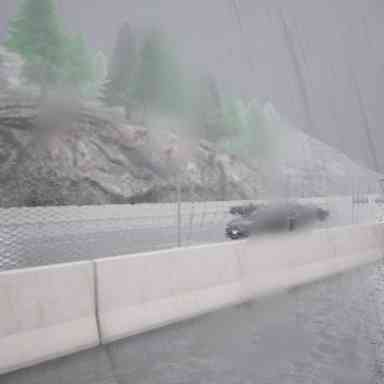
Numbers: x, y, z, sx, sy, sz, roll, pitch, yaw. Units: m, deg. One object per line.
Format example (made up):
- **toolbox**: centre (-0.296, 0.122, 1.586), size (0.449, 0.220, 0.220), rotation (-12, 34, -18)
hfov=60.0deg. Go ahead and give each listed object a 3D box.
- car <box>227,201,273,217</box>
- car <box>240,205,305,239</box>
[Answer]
- **car**: centre (5.625, 1.595, 31.714), size (4.718, 1.301, 1.895), rotation (0, 0, -44)
- **car**: centre (3.704, 1.500, 15.943), size (4.892, 1.490, 1.837), rotation (0, 0, -40)
